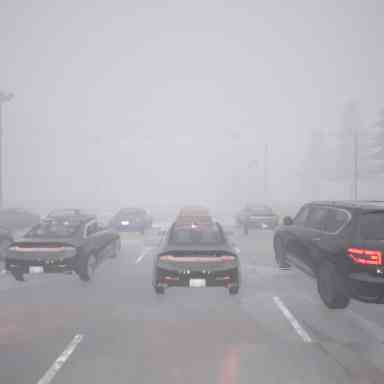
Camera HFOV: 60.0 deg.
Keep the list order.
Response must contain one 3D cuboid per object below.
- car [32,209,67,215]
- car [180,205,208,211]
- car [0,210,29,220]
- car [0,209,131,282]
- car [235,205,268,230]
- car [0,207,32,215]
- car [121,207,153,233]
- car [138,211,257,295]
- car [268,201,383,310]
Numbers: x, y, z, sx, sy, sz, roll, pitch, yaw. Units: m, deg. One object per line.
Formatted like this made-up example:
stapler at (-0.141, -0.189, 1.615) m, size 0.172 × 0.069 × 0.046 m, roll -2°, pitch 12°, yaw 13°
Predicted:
car at (-6.889, 1.587, 18.949) m, size 1.895 × 1.301 × 4.718 m, roll 0°, pitch 0°, yaw 0°
car at (0.109, 1.464, 18.477) m, size 1.882 × 1.535 × 5.008 m, roll 0°, pitch 0°, yaw 0°
car at (-6.906, 1.485, 9.274) m, size 2.128 × 1.511 × 4.902 m, roll 0°, pitch 0°, yaw 0°
car at (-3.404, 1.484, 9.706) m, size 2.128 × 1.511 × 4.902 m, roll 0°, pitch 0°, yaw 0°
car at (3.610, 1.478, 18.954) m, size 2.128 × 1.511 × 4.902 m, roll 0°, pitch 0°, yaw 0°
car at (-10.389, 1.550, 19.064) m, size 1.994 × 1.385 × 4.181 m, roll 0°, pitch 0°, yaw 0°
car at (-3.391, 1.550, 18.915) m, size 1.994 × 1.385 × 4.181 m, roll 0°, pitch 0°, yaw 0°
car at (0.101, 1.486, 8.668) m, size 2.128 × 1.511 × 4.902 m, roll 0°, pitch 0°, yaw 0°
car at (3.608, 1.216, 7.903) m, size 2.150 × 2.045 × 5.566 m, roll 0°, pitch 0°, yaw -1°
